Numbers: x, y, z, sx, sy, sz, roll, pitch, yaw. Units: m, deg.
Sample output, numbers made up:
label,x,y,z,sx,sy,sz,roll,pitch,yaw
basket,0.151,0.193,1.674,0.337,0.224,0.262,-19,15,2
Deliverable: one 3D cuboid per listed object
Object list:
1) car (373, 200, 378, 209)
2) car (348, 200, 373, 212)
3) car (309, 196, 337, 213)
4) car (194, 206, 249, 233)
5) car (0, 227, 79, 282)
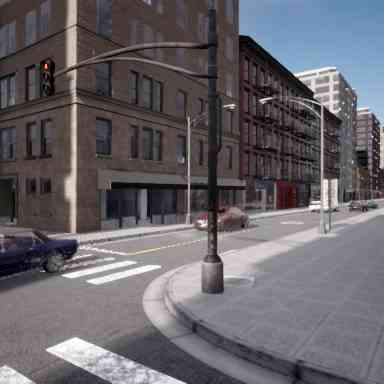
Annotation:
label,x,y,z,sx,sy,sz,roll,pitch,yaw
car,27.785,1.904,52.034,1.994,1.385,4.181,0,0,35
car,22.034,1.781,43.955,2.128,1.511,4.902,0,0,36
car,16.106,1.480,40.640,2.150,2.045,5.566,0,-1,36
car,2.006,1.645,20.876,1.812,1.442,4.674,0,0,35
car,-5.175,1.634,8.444,1.895,1.301,4.718,0,0,21
